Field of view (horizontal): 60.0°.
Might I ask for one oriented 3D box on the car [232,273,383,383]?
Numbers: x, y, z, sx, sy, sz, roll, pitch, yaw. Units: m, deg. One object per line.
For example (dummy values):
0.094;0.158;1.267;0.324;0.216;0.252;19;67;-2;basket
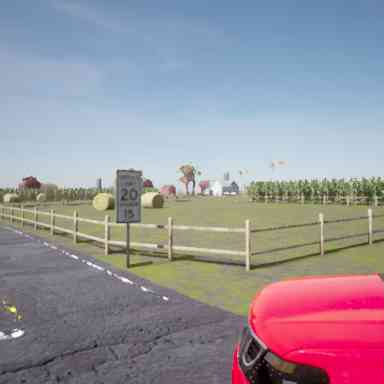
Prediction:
3.083;1.209;2.442;5.566;2.045;2.150;-1;-1;15;car
